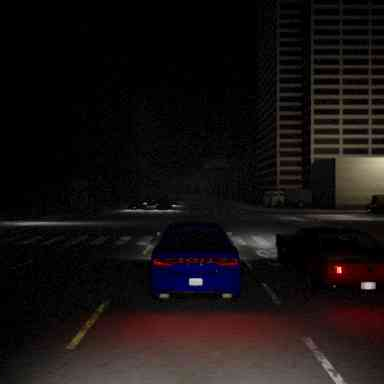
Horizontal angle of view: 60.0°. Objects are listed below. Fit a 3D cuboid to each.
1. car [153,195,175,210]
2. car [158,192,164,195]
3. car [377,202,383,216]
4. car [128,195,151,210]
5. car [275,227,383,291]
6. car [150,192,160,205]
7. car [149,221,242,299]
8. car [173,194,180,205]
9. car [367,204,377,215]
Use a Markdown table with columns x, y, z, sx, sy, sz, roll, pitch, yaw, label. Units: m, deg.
| x | y | z | sx | sy | sz | roll | pitch | yaw | label |
| --- | --- | --- | --- | --- | --- | --- | --- | --- | --- |
| -3.587 | 1.499 | 43.515 | 1.837 | 1.490 | 4.892 | 0 | 0 | 0 | car |
| -7.001 | 1.055 | 70.586 | 2.150 | 2.045 | 5.566 | 0 | 0 | 0 | car |
| 18.271 | 1.543 | 27.226 | 4.718 | 1.301 | 1.895 | 0 | 0 | 0 | car |
| -7.089 | 1.543 | 43.830 | 2.033 | 1.411 | 5.357 | 0 | 0 | 0 | car |
| 3.606 | 1.600 | 8.924 | 1.895 | 1.301 | 4.718 | 0 | 0 | 1 | car |
| -7.081 | 1.350 | 55.345 | 2.097 | 1.767 | 4.553 | 0 | 0 | 0 | car |
| 0.066 | 1.477 | 8.502 | 1.882 | 1.535 | 5.008 | 0 | 0 | 0 | car |
| -3.576 | 1.557 | 56.380 | 1.994 | 1.385 | 4.181 | 0 | 0 | 0 | car |
| 18.821 | 1.433 | 30.727 | 4.902 | 1.511 | 2.128 | 0 | 0 | 0 | car |
